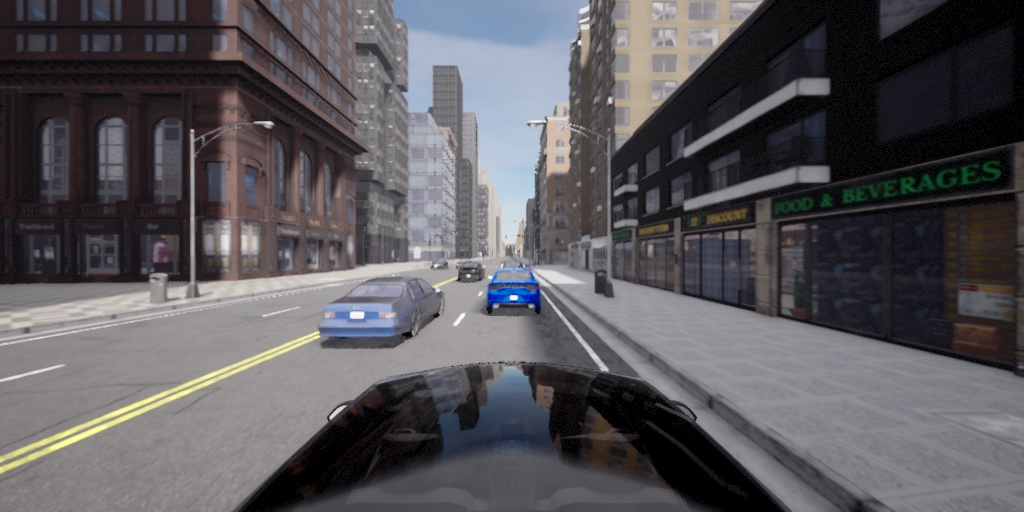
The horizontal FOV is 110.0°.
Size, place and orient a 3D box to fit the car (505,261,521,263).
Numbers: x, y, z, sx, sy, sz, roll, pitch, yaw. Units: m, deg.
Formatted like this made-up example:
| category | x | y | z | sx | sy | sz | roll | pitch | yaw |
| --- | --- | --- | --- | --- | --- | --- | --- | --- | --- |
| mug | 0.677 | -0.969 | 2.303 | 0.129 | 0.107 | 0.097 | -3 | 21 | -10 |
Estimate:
| category | x | y | z | sx | sy | sz | roll | pitch | yaw |
| --- | --- | --- | --- | --- | --- | --- | --- | --- | --- |
| car | 0.073 | 1.143 | 30.311 | 1.882 | 1.535 | 5.008 | 0 | 0 | 0 |

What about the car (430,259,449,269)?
| category | x | y | z | sx | sy | sz | roll | pitch | yaw |
| --- | --- | --- | --- | --- | --- | --- | --- | --- | --- |
| car | -9.828 | 1.119 | 49.025 | 2.128 | 1.511 | 4.902 | 0 | 0 | 0 |

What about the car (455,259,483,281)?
| category | x | y | z | sx | sy | sz | roll | pitch | yaw |
| --- | --- | --- | --- | --- | --- | --- | --- | --- | --- |
| car | -3.184 | 1.176 | 28.796 | 1.837 | 1.490 | 4.892 | 0 | 1 | 0 |

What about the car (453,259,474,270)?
| category | x | y | z | sx | sy | sz | roll | pitch | yaw |
| --- | --- | --- | --- | --- | --- | --- | --- | --- | --- |
| car | -6.578 | 1.119 | 49.081 | 2.128 | 1.511 | 4.902 | 0 | 0 | 0 |

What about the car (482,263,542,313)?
| category | x | y | z | sx | sy | sz | roll | pitch | yaw |
| --- | --- | --- | --- | --- | --- | --- | --- | --- | --- |
| car | 0.070 | 1.188 | 13.908 | 1.882 | 1.535 | 5.008 | 0 | 0 | 0 |

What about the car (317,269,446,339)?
| category | x | y | z | sx | sy | sz | roll | pitch | yaw |
| --- | --- | --- | --- | --- | --- | --- | --- | --- | --- |
| car | -3.210 | 1.270 | 9.987 | 2.033 | 1.411 | 5.357 | 0 | 0 | 1 |
